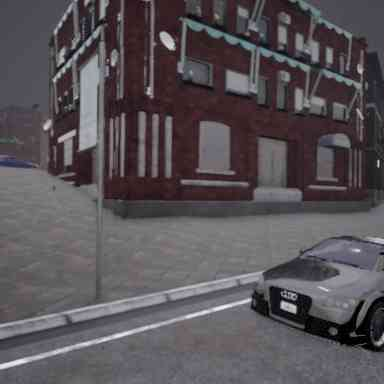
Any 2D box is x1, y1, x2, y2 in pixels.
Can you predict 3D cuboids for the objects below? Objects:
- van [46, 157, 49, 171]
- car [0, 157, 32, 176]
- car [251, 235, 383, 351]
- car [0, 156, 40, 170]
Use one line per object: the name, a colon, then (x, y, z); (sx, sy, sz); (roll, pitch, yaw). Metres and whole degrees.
van: (-12.722, -2.549, 34.604); (1.878, 1.987, 4.442); (0, -2, 39)
car: (-18.452, -2.524, 32.245); (1.837, 1.490, 4.892); (0, -2, 40)
car: (3.081, 1.549, 6.188); (4.181, 1.385, 1.994); (0, 0, -35)
car: (-16.307, -2.503, 30.201); (2.002, 1.452, 4.674); (0, -2, 40)
